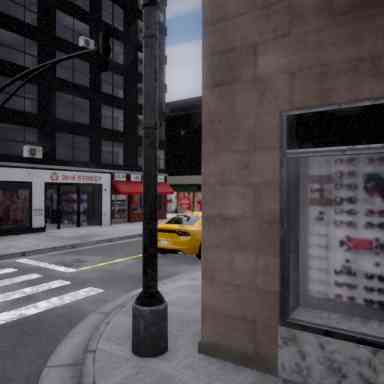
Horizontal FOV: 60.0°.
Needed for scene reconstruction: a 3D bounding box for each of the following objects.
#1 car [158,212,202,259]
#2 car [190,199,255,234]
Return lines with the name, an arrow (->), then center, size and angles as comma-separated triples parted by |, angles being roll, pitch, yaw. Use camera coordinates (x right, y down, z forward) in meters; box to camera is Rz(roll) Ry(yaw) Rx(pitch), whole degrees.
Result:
car -> 0.465, 1.501, 12.864 | 1.882, 1.535, 5.008 | 0, 0, 33
car -> 1.994, 1.377, 20.359 | 2.097, 1.767, 4.553 | 0, 0, 33
